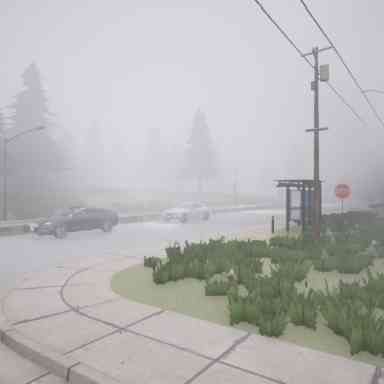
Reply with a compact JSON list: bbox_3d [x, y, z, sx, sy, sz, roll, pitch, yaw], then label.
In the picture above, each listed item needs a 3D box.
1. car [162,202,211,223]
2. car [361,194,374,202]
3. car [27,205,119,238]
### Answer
[{"bbox_3d":[-0.311,1.526,25.839,1.812,1.442,4.674,0,0,36],"label":"car"},{"bbox_3d":[40.426,1.355,76.462,2.097,1.767,4.553,0,0,36],"label":"car"},{"bbox_3d":[-6.157,1.492,17.766,2.128,1.511,4.902,0,0,36],"label":"car"}]
